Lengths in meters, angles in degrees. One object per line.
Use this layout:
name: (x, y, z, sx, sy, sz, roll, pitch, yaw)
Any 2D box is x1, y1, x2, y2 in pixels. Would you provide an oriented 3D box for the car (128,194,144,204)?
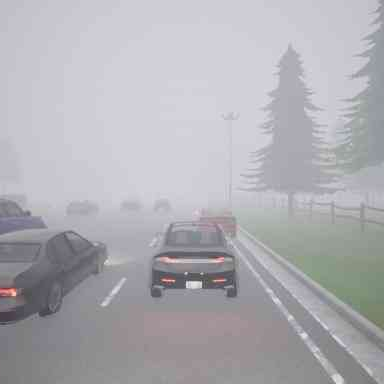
car: (-10.400, 1.351, 61.883, 2.097, 1.767, 4.553, 0, 0, 0)

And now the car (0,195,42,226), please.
car: (-6.900, 1.221, 11.005, 2.150, 2.045, 5.566, 0, 0, 0)

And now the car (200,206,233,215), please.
car: (1.225, 1.478, 17.871, 1.882, 1.535, 5.008, 0, 0, 0)

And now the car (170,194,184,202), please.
car: (-3.499, 1.478, 79.661, 1.882, 1.535, 5.008, 0, 0, 0)

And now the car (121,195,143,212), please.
car: (-6.900, 1.477, 38.755, 1.882, 1.535, 5.008, 0, 0, 0)

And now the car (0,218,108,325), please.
car: (-3.400, 1.547, 7.452, 2.033, 1.411, 5.357, 0, 0, 0)

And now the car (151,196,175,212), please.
car: (-3.399, 1.505, 39.614, 1.837, 1.490, 4.892, 0, 0, 0)

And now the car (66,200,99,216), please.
car: (-10.400, 1.491, 31.907, 2.128, 1.511, 4.902, 0, 0, 0)

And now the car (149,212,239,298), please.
car: (0.052, 1.492, 8.529, 2.128, 1.511, 4.902, 0, 0, 0)

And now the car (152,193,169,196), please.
car: (-6.972, 1.225, 73.448, 2.150, 2.045, 5.566, 0, 0, 0)
